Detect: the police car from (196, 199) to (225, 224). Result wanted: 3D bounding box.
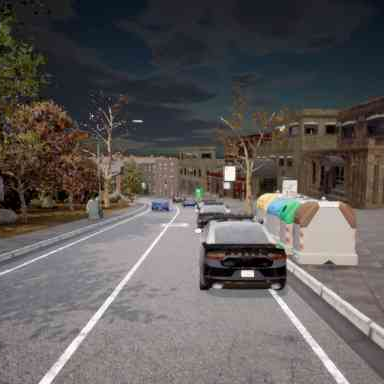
[{"bbox_3d":[1.276,1.377,25.235,1.930,1.638,5.238,0,0,1],"label":"police car"}]

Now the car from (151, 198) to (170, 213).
[{"bbox_3d":[-3.468,1.415,37.012,1.882,1.535,5.008,0,0,-2],"label":"car"}]

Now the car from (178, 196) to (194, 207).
[{"bbox_3d":[-0.440,1.457,47.690,1.994,1.385,4.181,-1,0,-6],"label":"car"}]

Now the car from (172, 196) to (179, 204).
[{"bbox_3d":[-2.486,1.470,61.312,1.895,1.301,4.718,-1,0,-12],"label":"car"}]

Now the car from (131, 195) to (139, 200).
[{"bbox_3d":[-16.203,1.593,92.254,2.128,1.511,4.902,-3,0,-24],"label":"car"}]

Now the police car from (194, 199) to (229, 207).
[{"bbox_3d":[1.219,1.389,19.206,1.930,1.638,5.238,0,0,1],"label":"police car"}]

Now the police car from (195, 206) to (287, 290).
[{"bbox_3d":[1.124,1.408,9.157,1.930,1.638,5.238,0,0,1],"label":"police car"}]
